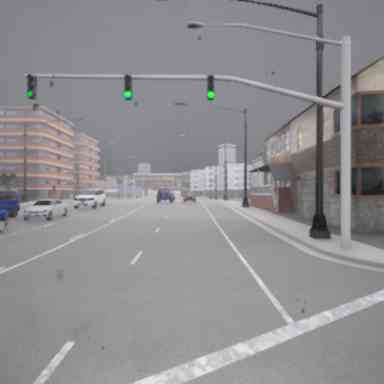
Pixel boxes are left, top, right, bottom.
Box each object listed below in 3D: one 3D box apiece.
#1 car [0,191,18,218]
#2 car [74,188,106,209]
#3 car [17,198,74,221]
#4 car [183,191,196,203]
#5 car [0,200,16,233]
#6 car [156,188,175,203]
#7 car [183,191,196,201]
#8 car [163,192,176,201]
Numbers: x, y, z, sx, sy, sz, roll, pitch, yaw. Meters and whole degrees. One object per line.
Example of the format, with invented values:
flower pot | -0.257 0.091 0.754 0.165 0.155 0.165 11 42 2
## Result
car | -14.267 0.963 23.380 2.150 2.045 5.566 0 1 0
car | -10.799 0.658 35.531 2.150 2.045 5.566 0 1 0
car | -10.776 1.240 24.816 1.812 1.442 4.674 0 1 0
car | -0.351 0.881 48.533 1.895 1.301 4.718 0 0 0
car | -10.720 1.361 15.733 1.882 1.535 5.008 0 1 0
car | -3.846 0.500 47.797 2.150 2.045 5.566 0 0 0
car | -0.421 0.678 58.488 2.097 1.767 4.553 0 -1 0
car | -3.921 0.812 58.490 2.128 1.511 4.902 0 -1 0
